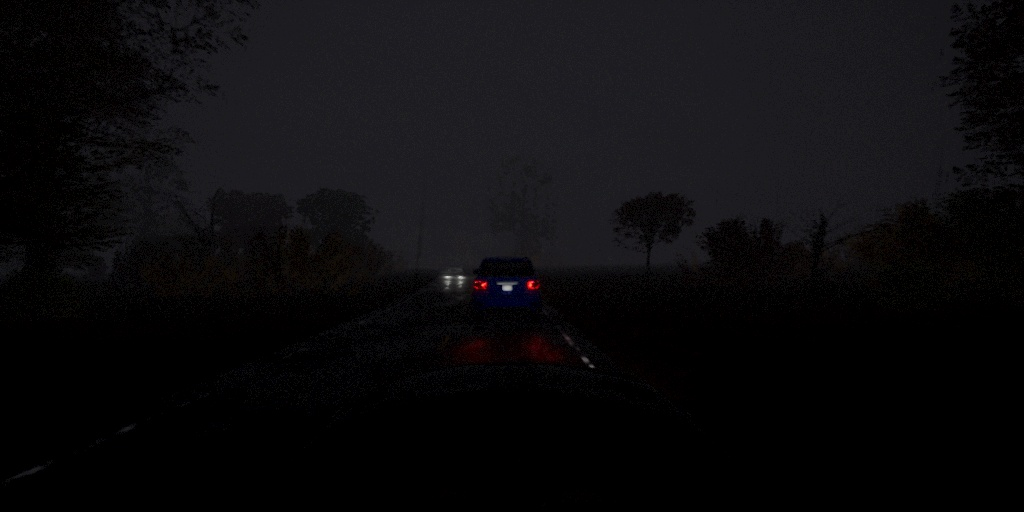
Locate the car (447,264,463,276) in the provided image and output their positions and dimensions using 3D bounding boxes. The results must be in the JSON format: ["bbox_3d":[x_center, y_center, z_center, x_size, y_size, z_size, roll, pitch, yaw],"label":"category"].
[{"bbox_3d":[-6.963,1.649,43.677,1.812,1.442,4.674,0,-1,-10],"label":"car"}]

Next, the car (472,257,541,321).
[{"bbox_3d":[-0.255,1.058,13.133,2.150,2.045,5.566,0,-1,-3],"label":"car"}]
